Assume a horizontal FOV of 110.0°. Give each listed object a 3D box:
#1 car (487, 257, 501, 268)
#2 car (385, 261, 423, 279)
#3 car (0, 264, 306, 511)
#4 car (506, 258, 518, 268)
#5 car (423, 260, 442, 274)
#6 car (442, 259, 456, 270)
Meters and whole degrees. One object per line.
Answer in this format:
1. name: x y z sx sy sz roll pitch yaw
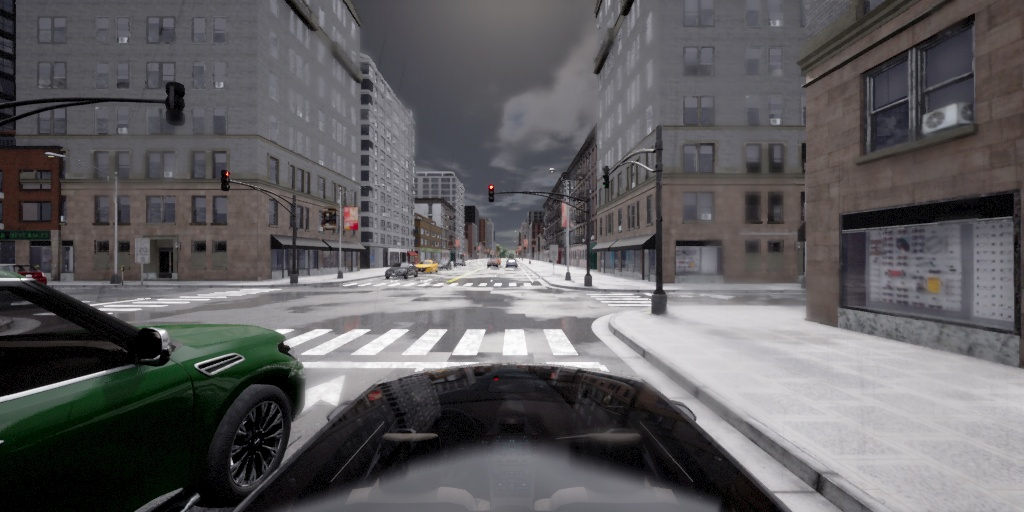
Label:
1. car: -3.302 1.349 61.892 1.895 1.301 4.718 0 0 0
2. car: -9.871 1.279 32.444 1.812 1.442 4.674 0 0 2
3. car: -3.148 0.971 1.232 2.150 2.045 5.566 0 0 0
4. car: -0.052 1.312 61.865 1.994 1.385 4.181 0 0 0
5. car: -9.878 1.231 41.641 1.882 1.535 5.008 0 0 0
6. car: -9.884 1.241 51.452 2.128 1.511 4.902 0 0 0
